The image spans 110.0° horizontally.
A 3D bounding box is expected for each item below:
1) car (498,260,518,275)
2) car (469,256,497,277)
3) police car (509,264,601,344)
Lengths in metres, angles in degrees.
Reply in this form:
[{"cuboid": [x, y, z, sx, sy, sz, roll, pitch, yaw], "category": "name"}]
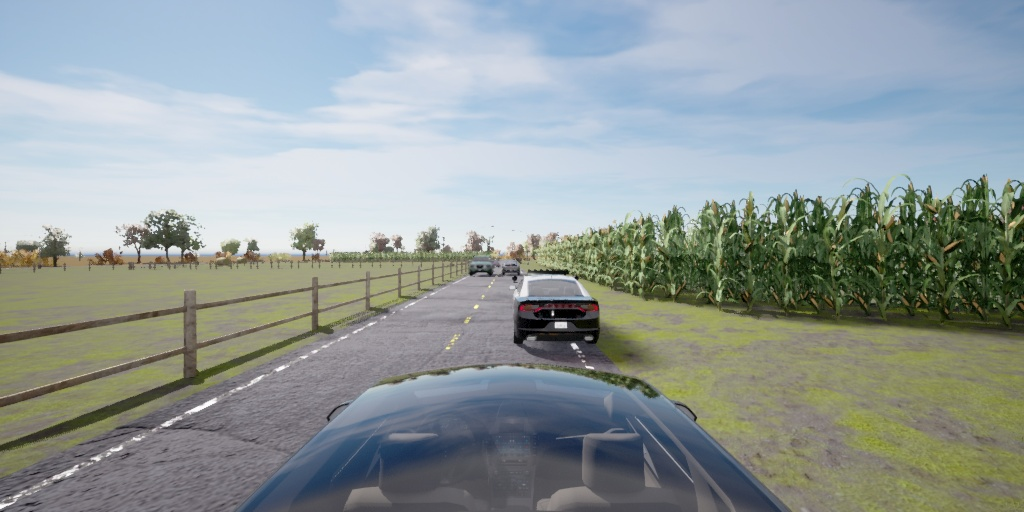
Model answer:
[{"cuboid": [-0.090, 1.241, 38.319, 2.128, 1.511, 4.902, 0, 0, 0], "category": "car"}, {"cuboid": [-3.006, 0.971, 35.999, 2.150, 2.045, 5.566, 0, 0, 0], "category": "car"}, {"cuboid": [0.959, 1.175, 9.732, 1.930, 1.638, 5.238, 0, 0, 0], "category": "police car"}]
